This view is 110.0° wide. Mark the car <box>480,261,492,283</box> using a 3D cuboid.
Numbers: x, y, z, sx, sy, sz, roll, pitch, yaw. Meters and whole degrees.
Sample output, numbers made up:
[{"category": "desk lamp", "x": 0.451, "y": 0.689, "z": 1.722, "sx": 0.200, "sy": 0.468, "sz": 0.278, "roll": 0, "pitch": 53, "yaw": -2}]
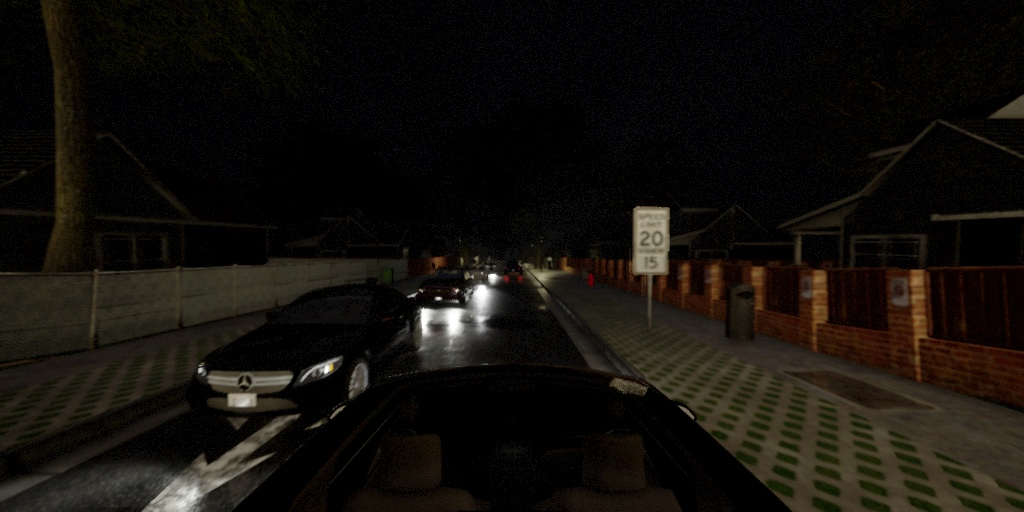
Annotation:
[{"category": "car", "x": -2.738, "y": 1.238, "z": 26.373, "sx": 1.895, "sy": 1.301, "sz": 4.718, "roll": 0, "pitch": 0, "yaw": 0}]

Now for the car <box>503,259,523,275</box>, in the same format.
[{"category": "car", "x": 0.127, "y": 1.144, "z": 36.372, "sx": 1.812, "sy": 1.442, "sz": 4.674, "roll": 0, "pitch": 0, "yaw": 0}]

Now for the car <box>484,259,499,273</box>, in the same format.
[{"category": "car", "x": -2.603, "y": 1.134, "z": 41.800, "sx": 2.128, "sy": 1.511, "sz": 4.902, "roll": 0, "pitch": 0, "yaw": 0}]

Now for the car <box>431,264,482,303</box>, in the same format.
[{"category": "car", "x": -2.786, "y": 1.223, "z": 16.332, "sx": 2.033, "sy": 1.411, "sz": 5.357, "roll": 0, "pitch": 0, "yaw": 0}]

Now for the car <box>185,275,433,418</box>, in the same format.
[{"category": "car", "x": -2.833, "y": 1.252, "z": 6.111, "sx": 1.812, "sy": 1.442, "sz": 4.674, "roll": 0, "pitch": 0, "yaw": 0}]
